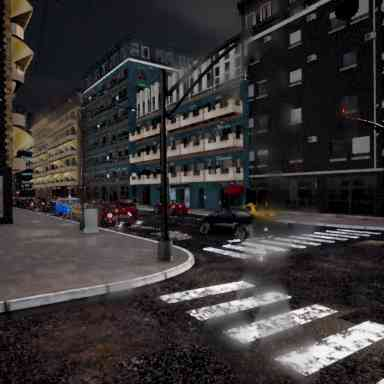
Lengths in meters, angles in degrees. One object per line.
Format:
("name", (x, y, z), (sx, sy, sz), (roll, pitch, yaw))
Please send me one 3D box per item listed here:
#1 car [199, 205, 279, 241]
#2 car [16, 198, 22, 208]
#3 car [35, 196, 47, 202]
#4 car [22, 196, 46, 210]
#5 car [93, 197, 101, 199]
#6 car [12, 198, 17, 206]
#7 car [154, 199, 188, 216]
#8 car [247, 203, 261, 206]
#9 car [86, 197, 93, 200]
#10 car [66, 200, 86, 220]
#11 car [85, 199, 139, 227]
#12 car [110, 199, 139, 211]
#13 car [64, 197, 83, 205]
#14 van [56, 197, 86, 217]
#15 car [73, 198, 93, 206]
("car", (2.260, 1.610, 17.353), (1.994, 1.385, 4.181), (-1, 0, -39))
("car", (-25.115, 1.770, 50.963), (1.947, 1.339, 4.313), (-1, 1, -35))
("car", (-37.563, 1.729, 82.867), (1.887, 1.381, 4.507), (-1, 1, -35))
("car", (-21.905, 1.628, 46.455), (1.967, 1.590, 4.097), (-1, 1, -35))
("car", (-15.081, 1.502, 51.318), (1.967, 1.590, 4.097), (-1, 1, -35))
("car", (-31.539, 1.783, 59.977), (1.887, 1.381, 4.507), (-1, 1, -35))
("car", (-2.233, 1.441, 33.291), (1.967, 1.590, 4.097), (-1, 1, -35))
("car", (4.093, 1.498, 24.417), (1.752, 1.417, 4.829), (-1, 1, -35))
("car", (-13.999, 1.613, 39.859), (2.128, 1.511, 4.902), (-1, 0, -35))
("car", (-8.957, 1.652, 28.290), (1.752, 1.417, 4.829), (-1, 1, -35))
("car", (-5.845, 1.553, 23.922), (1.967, 1.590, 4.097), (-1, 1, -35))
("car", (-8.655, 1.582, 42.305), (2.008, 1.369, 4.403), (-1, 1, -35))
("car", (-21.503, 1.646, 60.333), (2.008, 1.369, 4.403), (-1, 1, -35))
("van", (-12.271, 1.483, 32.934), (1.690, 1.788, 3.998), (-1, 1, -35))
("car", (-18.291, 1.644, 55.826), (1.947, 1.339, 4.313), (-1, 1, -35))
